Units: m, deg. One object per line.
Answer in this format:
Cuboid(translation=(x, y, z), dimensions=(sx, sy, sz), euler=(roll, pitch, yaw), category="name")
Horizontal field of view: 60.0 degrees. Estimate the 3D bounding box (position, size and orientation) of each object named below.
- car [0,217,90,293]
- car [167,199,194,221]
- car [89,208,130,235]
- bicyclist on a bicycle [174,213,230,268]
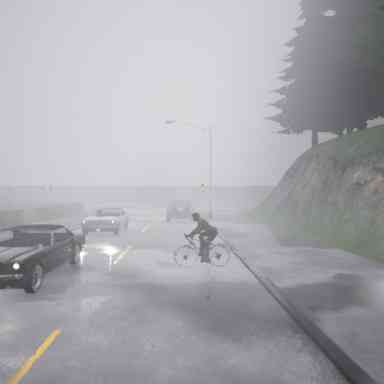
Cuboid(translation=(-4.401, 1.600, 8.908), dimensions=(1.895, 1.301, 4.718), euler=(0, 0, -2), category="car")
Cuboid(translation=(-0.924, 1.348, 26.882), dimensions=(2.097, 1.767, 4.553), euler=(0, 0, -2), category="car")
Cuboid(translation=(-4.796, 1.598, 18.899), dimensions=(1.895, 1.301, 4.718), euler=(0, 0, -2), category="car")
Cuboid(translation=(0.287, 1.427, 9.752), dimensions=(1.656, 1.620, 0.582), euler=(-1, 0, -2), category="bicyclist on a bicycle")
